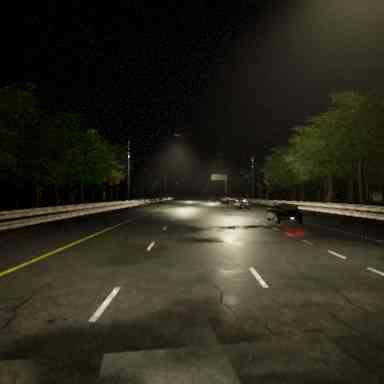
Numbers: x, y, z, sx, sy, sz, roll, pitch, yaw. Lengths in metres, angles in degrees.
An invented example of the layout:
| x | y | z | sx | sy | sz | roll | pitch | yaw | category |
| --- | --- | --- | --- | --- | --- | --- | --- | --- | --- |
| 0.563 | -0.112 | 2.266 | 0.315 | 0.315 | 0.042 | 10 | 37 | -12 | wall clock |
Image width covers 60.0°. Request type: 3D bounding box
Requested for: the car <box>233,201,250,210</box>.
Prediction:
| x | y | z | sx | sy | sz | roll | pitch | yaw | category |
| --- | --- | --- | --- | --- | --- | --- | --- | --- | --- |
| 7.144 | 1.924 | 48.544 | 1.895 | 1.301 | 4.718 | 0 | -1 | 0 | car |

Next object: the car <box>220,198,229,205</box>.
| x | y | z | sx | sy | sz | roll | pitch | yaw | category |
| --- | --- | --- | --- | --- | --- | --- | --- | --- | --- |
| 7.340 | 2.140 | 75.981 | 2.128 | 1.511 | 4.902 | 0 | -1 | 1 | car |

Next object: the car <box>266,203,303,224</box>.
| x | y | z | sx | sy | sz | roll | pitch | yaw | category |
| --- | --- | --- | --- | --- | --- | --- | --- | --- | --- |
| 7.044 | 1.611 | 25.688 | 1.837 | 1.490 | 4.892 | 0 | 0 | 0 | car |
